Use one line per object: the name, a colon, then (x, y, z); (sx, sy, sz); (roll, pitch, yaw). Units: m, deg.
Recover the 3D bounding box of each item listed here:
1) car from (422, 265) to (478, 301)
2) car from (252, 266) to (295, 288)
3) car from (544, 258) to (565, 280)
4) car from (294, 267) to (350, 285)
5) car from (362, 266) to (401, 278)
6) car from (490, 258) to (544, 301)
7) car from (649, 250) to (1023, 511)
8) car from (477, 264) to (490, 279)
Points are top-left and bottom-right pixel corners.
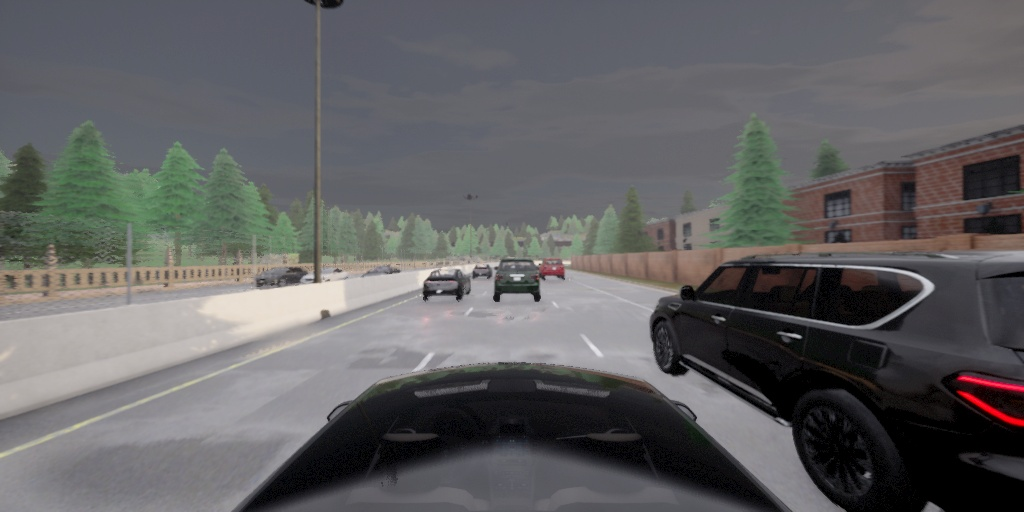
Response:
car: (-3.245, 1.410, 18.557); (2.128, 1.511, 4.902); (0, 0, 0)
car: (-17.366, 1.562, 27.289); (1.837, 1.490, 4.892); (0, -1, 1)
car: (3.897, 1.265, 35.597); (2.150, 2.045, 5.566); (0, 0, 0)
car: (-13.869, 1.565, 26.997); (1.812, 1.442, 4.674); (0, -1, 1)
car: (-10.353, 1.533, 28.835); (2.128, 1.511, 4.902); (0, -1, 1)
car: (0.253, 1.126, 18.642); (2.150, 2.045, 5.566); (0, 0, 0)
car: (3.634, 0.982, 4.386); (2.150, 2.045, 5.566); (0, 0, 0)
car: (-3.082, 1.585, 37.911); (2.128, 1.511, 4.902); (0, 0, 0)
